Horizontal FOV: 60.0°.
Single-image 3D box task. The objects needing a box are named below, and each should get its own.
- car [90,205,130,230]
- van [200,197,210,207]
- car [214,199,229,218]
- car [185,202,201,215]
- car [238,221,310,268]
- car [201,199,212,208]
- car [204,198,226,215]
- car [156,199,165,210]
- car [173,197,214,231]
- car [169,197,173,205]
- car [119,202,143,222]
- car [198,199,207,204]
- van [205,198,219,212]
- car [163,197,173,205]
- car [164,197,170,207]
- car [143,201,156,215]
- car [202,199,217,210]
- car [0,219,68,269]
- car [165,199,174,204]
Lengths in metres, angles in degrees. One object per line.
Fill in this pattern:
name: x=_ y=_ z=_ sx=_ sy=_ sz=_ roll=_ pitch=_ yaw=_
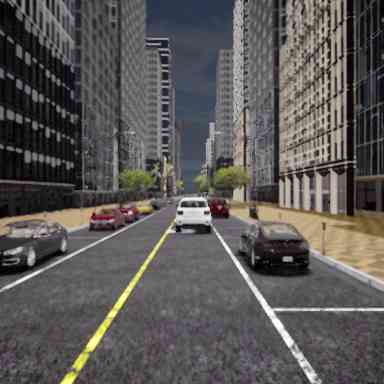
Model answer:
car: x=-5.708 y=1.809 z=22.844 sx=1.802 sy=1.307 sz=4.206 roll=-1 pitch=-1 yaw=0
van: x=2.650 y=2.014 z=68.317 sx=1.690 sy=1.788 sz=3.998 roll=-1 pitch=-1 yaw=0
car: x=2.665 y=1.655 z=34.218 sx=2.192 sy=1.841 sz=5.009 roll=-1 pitch=-1 yaw=0
car: x=0.071 y=1.928 z=40.577 sx=1.812 sy=1.442 sz=4.674 roll=0 pitch=-1 yaw=0
car: x=2.678 y=1.666 z=11.481 sx=2.008 sy=1.369 sz=4.403 roll=-1 pitch=-1 yaw=0
car: x=2.653 y=2.058 z=62.633 sx=1.967 sy=1.590 sz=4.097 roll=-1 pitch=-1 yaw=0
car: x=2.662 y=1.711 z=39.902 sx=2.192 sy=1.841 sz=5.009 roll=-1 pitch=-1 yaw=0
car: x=-5.721 y=2.072 z=51.262 sx=1.947 sy=1.339 sz=4.313 roll=-1 pitch=-1 yaw=0
car: x=0.090 y=1.440 z=22.257 sx=2.150 sy=2.045 sz=5.566 roll=0 pitch=-1 yaw=0
car: x=-5.732 y=2.167 z=73.996 sx=1.967 sy=1.590 sz=4.097 roll=-1 pitch=-1 yaw=0
car: x=-5.712 y=1.723 z=28.529 sx=1.967 sy=1.590 sz=4.097 roll=-1 pitch=-1 yaw=0
car: x=2.644 y=2.388 z=85.366 sx=2.008 sy=1.369 sz=4.403 roll=-1 pitch=-1 yaw=0
van: x=2.660 y=1.793 z=45.584 sx=1.690 sy=1.788 sz=3.998 roll=-1 pitch=-1 yaw=0
car: x=-5.736 y=2.097 z=79.681 sx=2.192 sy=1.841 sz=5.009 roll=-1 pitch=-1 yaw=0
car: x=-5.726 y=2.168 z=62.629 sx=2.008 sy=1.369 sz=4.403 roll=-1 pitch=-1 yaw=0
car: x=-5.716 y=1.919 z=39.725 sx=1.752 sy=1.417 sz=4.829 roll=-1 pitch=-1 yaw=0
car: x=2.659 y=1.947 z=51.267 sx=1.967 sy=1.590 sz=4.097 roll=-1 pitch=-1 yaw=0
car: x=-5.703 y=1.666 z=11.478 sx=2.008 sy=1.369 sz=4.403 roll=-1 pitch=-1 yaw=0
car: x=-5.736 y=2.419 z=85.362 sx=1.802 sy=1.307 sz=4.206 roll=-1 pitch=-1 yaw=0
